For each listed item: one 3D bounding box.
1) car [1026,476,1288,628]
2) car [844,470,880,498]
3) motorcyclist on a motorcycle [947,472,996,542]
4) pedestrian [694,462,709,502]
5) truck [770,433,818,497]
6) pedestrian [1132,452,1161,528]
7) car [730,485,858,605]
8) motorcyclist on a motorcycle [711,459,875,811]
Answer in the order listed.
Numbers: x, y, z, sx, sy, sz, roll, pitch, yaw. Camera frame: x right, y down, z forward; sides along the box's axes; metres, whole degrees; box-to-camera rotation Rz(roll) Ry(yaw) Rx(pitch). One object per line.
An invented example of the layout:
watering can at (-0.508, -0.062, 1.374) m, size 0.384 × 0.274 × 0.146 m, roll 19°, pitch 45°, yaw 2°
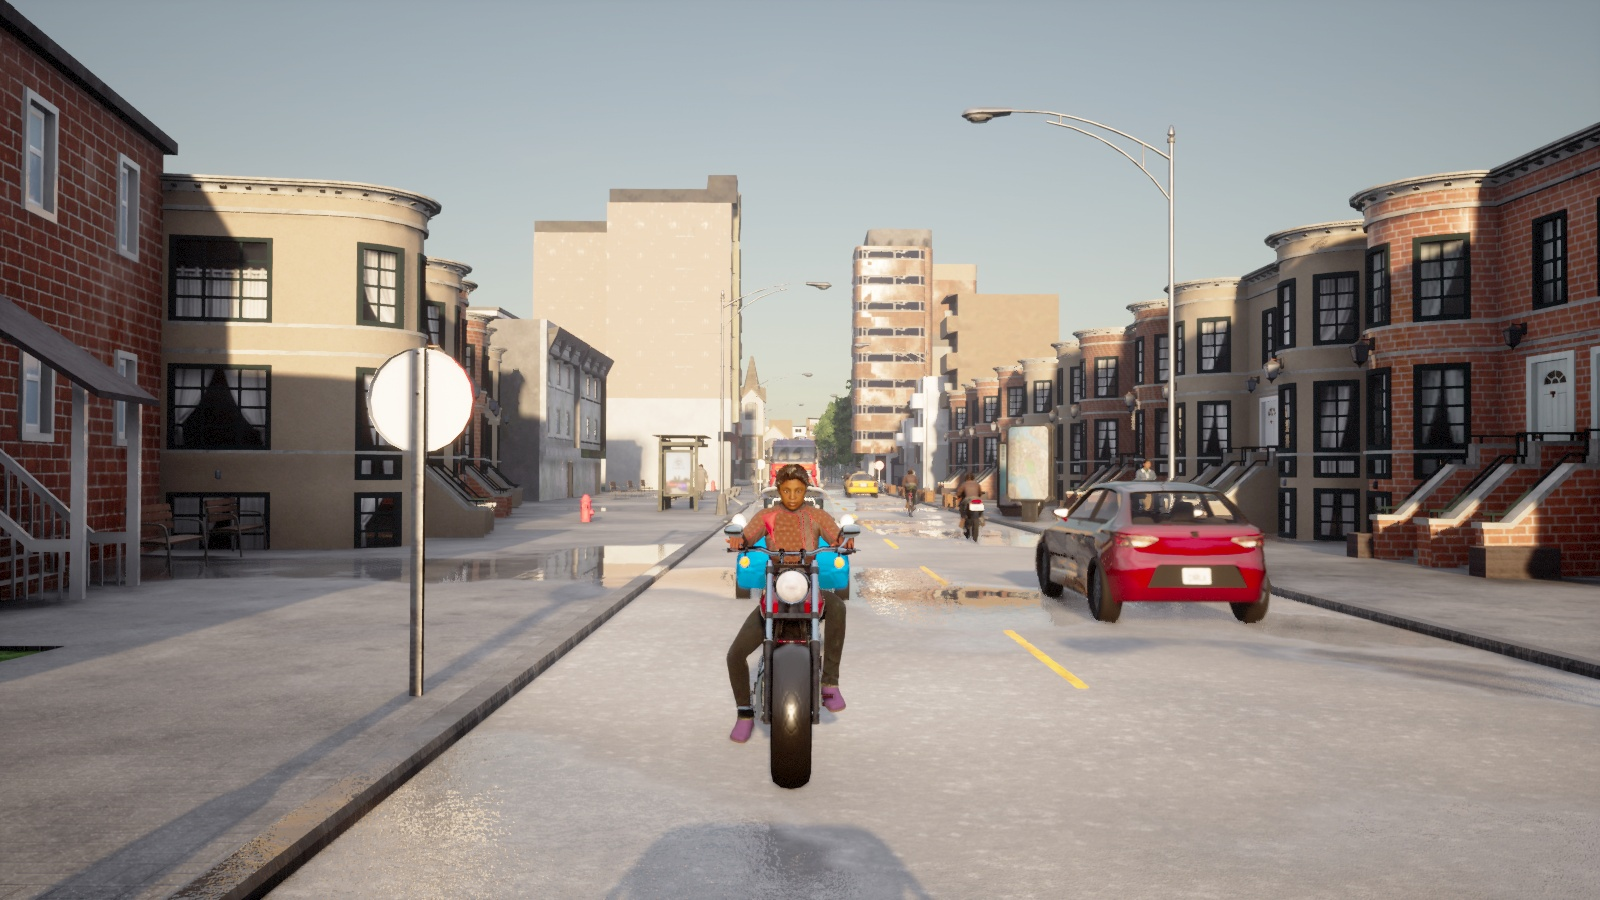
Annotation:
car at (3.928, 1.057, 14.576) m, size 1.816 × 1.474 × 4.193 m, roll 0°, pitch -1°, yaw 0°
car at (3.649, 1.991, 74.725) m, size 1.801 × 1.575 × 5.366 m, roll 0°, pitch -1°, yaw 0°
motorcyclist on a motorcycle at (3.865, 1.258, 28.465) m, size 0.797 × 1.523 × 2.044 m, roll 0°, pitch -1°, yaw 0°
pedestrian at (-4.852, 1.581, 61.930) m, size 0.659 × 1.952 × 0.873 m, roll 0°, pitch -1°, yaw 1°
truck at (-0.385, 0.981, 79.399) m, size 2.891 × 3.827 × 8.468 m, roll 0°, pitch -1°, yaw 0°
pedestrian at (9.012, 1.036, 32.685) m, size 0.423 × 1.949 × 0.788 m, roll 0°, pitch -1°, yaw -10°
car at (-0.078, 1.134, 15.746) m, size 1.481 × 1.376 × 2.207 m, roll 0°, pitch -1°, yaw 0°
motorcyclist on a motorcycle at (-0.039, 0.884, 7.073) m, size 0.766 × 1.649 × 2.350 m, roll 0°, pitch -1°, yaw 0°
